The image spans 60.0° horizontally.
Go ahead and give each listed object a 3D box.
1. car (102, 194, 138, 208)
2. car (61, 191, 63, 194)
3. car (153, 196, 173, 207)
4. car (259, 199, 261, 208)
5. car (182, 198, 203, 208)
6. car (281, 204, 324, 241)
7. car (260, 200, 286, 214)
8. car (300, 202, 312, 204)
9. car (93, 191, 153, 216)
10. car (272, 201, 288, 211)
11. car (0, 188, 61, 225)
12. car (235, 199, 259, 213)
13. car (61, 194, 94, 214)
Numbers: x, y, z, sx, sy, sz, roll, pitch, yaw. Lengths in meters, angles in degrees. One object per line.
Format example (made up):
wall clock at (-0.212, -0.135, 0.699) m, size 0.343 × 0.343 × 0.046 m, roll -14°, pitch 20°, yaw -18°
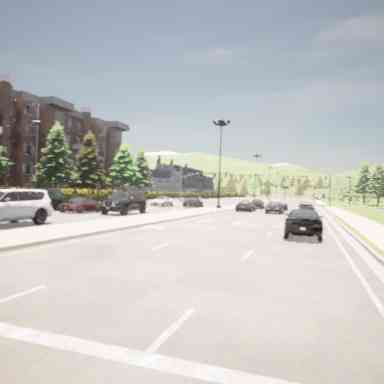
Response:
car at (-9.019, 1.084, 42.097) m, size 2.128 × 1.511 × 4.902 m, roll 2°, pitch 0°, yaw 20°
car at (-13.591, 0.665, 29.021) m, size 2.150 × 2.045 × 5.566 m, roll 2°, pitch 0°, yaw 19°
car at (-4.065, 1.300, 45.578) m, size 1.812 × 1.442 × 4.674 m, roll 2°, pitch 0°, yaw 20°
car at (9.893, 1.817, 50.613) m, size 1.812 × 1.442 × 4.674 m, roll 2°, pitch 0°, yaw 19°
car at (0.175, 1.496, 47.038) m, size 1.994 × 1.385 × 4.181 m, roll 2°, pitch 0°, yaw 20°
car at (6.238, 1.682, 18.575) m, size 1.882 × 1.535 × 5.008 m, roll 2°, pitch 0°, yaw 19°
car at (9.890, 1.856, 39.823) m, size 2.033 × 1.411 × 5.357 m, roll 2°, pitch 0°, yaw 20°
car at (14.354, 1.965, 41.935) m, size 2.128 × 1.511 × 4.902 m, roll 2°, pitch 0°, yaw 20°
car at (-5.957, 0.943, 29.671) m, size 2.150 × 2.045 × 5.566 m, roll 2°, pitch 1°, yaw 19°
car at (13.082, 2.015, 49.133) m, size 1.895 × 1.301 × 4.718 m, roll 2°, pitch 0°, yaw 19°
car at (-10.060, 0.814, 17.898) m, size 2.150 × 2.045 × 5.566 m, roll 2°, pitch 0°, yaw 19°
car at (6.654, 1.749, 41.158) m, size 1.994 × 1.385 × 4.181 m, roll 2°, pitch 0°, yaw 20°
car at (-9.798, 1.149, 29.315) m, size 1.994 × 1.385 × 4.181 m, roll 2°, pitch 0°, yaw 19°
